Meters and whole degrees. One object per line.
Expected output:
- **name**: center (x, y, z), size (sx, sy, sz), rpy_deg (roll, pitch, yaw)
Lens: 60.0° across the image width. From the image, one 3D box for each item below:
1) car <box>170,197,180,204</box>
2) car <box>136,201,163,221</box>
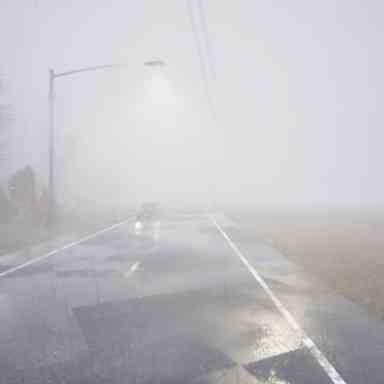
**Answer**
- **car**: center (-3.478, 1.733, 69.464), size (1.837, 1.490, 4.892), rpy_deg (0, 0, 0)
- **car**: center (-3.588, 1.601, 28.515), size (1.837, 1.490, 4.892), rpy_deg (0, 0, 0)
